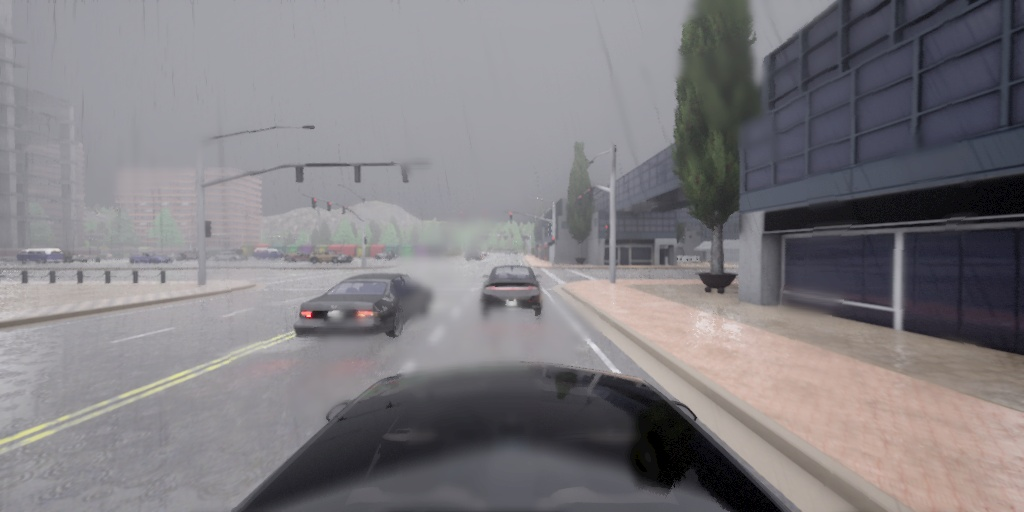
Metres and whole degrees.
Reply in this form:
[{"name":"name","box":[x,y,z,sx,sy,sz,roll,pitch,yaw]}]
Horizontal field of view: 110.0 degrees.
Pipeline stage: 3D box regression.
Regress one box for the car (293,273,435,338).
[{"name":"car","box":[-3.484,1.165,9.593,2.033,1.411,5.357,0,1,0]}]

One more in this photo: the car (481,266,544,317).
[{"name":"car","box":[0.006,1.064,12.215,2.128,1.511,4.902,0,1,0]}]
